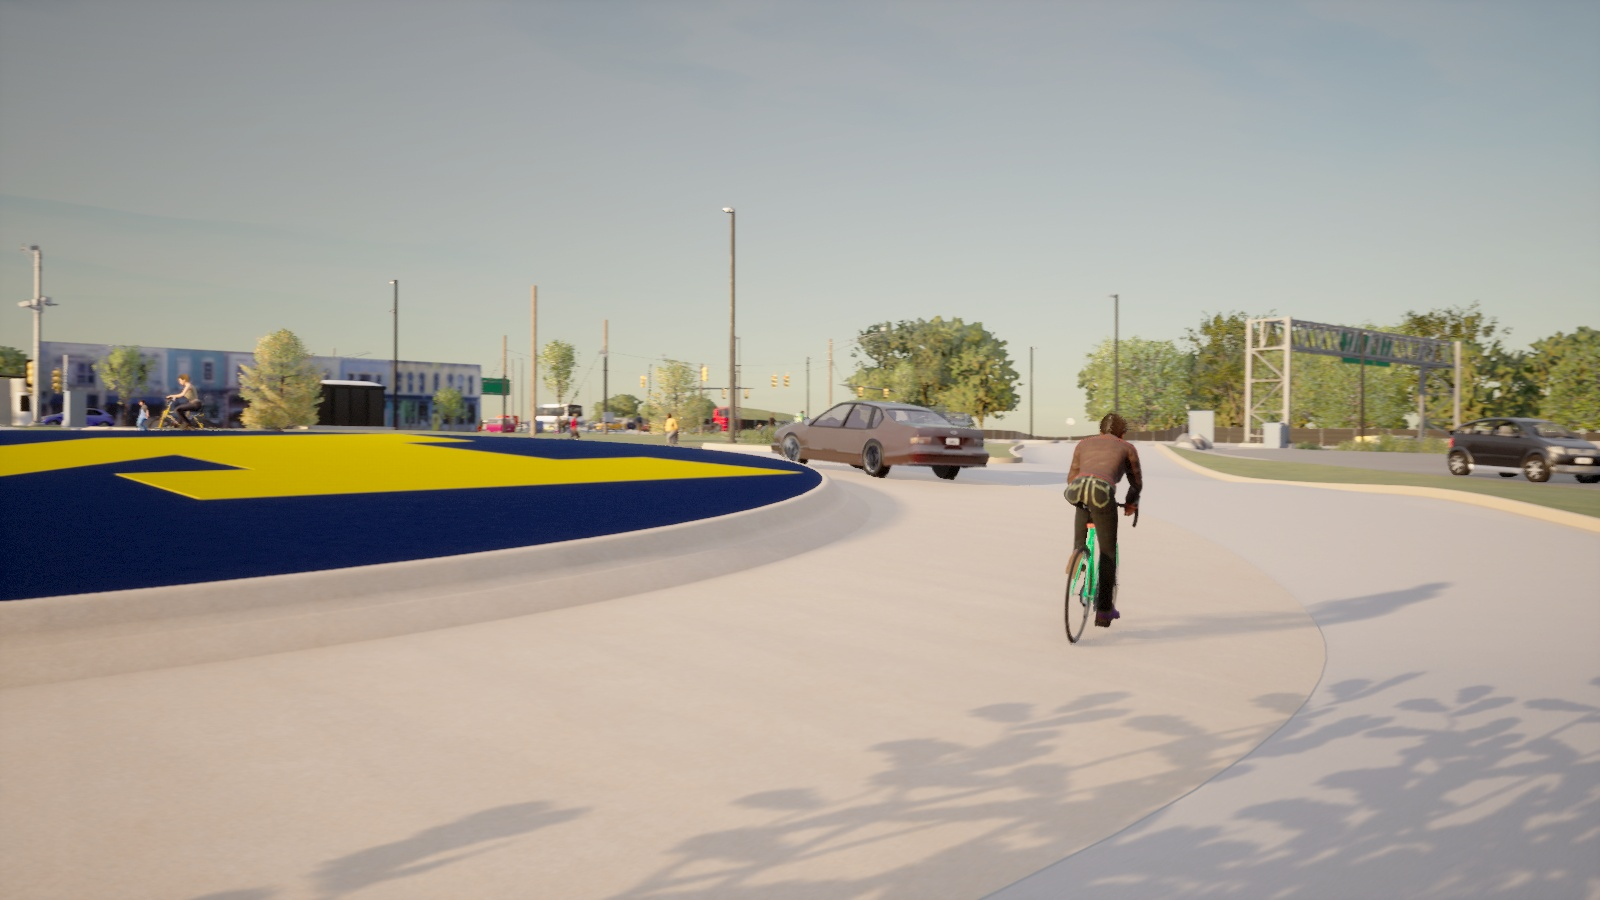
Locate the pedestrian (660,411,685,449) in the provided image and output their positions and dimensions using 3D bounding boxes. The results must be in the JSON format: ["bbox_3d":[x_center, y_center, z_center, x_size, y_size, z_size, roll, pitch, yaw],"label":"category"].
[{"bbox_3d":[-6.318,-0.967,62.314,0.900,1.855,0.874,0,0,-42],"label":"pedestrian"}]

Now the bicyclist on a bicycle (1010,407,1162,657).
[{"bbox_3d":[2.119,0.543,9.146,0.582,1.620,1.656,5,2,26],"label":"bicyclist on a bicycle"}]

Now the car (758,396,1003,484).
[{"bbox_3d":[1.380,-0.248,24.376,2.033,1.411,5.357,2,2,-30],"label":"car"}]

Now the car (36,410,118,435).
[{"bbox_3d":[-45.194,-1.691,78.559,4.193,1.474,1.816,1,-1,-41],"label":"car"}]

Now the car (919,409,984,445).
[{"bbox_3d":[6.775,-1.002,55.632,2.128,1.511,4.902,0,1,16],"label":"car"}]

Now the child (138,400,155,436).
[{"bbox_3d":[-23.039,-1.132,44.285,0.270,1.263,0.437,0,0,35],"label":"child"}]

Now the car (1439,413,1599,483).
[{"bbox_3d":[17.996,-0.087,31.166,1.789,1.549,3.705,1,2,-13],"label":"car"}]

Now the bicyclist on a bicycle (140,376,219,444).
[{"bbox_3d":[-15.036,-0.972,30.452,1.509,1.612,0.866,0,2,-9],"label":"bicyclist on a bicycle"}]

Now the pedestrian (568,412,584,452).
[{"bbox_3d":[-10.591,-0.840,59.378,0.636,1.846,0.331,0,0,-43],"label":"pedestrian"}]
